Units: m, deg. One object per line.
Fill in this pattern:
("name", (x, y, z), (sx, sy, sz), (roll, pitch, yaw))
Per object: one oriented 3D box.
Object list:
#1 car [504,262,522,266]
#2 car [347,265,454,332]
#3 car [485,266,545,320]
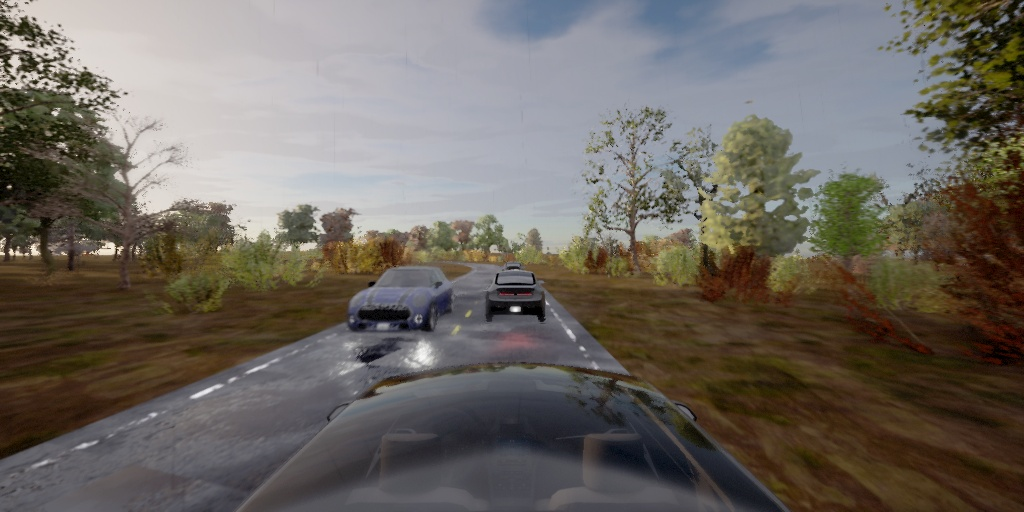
("car", (0.094, 1.258, 30.656), (1.837, 1.490, 4.892), (0, 0, 0))
("car", (-3.091, 1.103, 10.854), (2.097, 1.767, 4.553), (0, 0, 0))
("car", (0.100, 1.256, 12.557), (1.837, 1.490, 4.892), (0, 0, 0))
